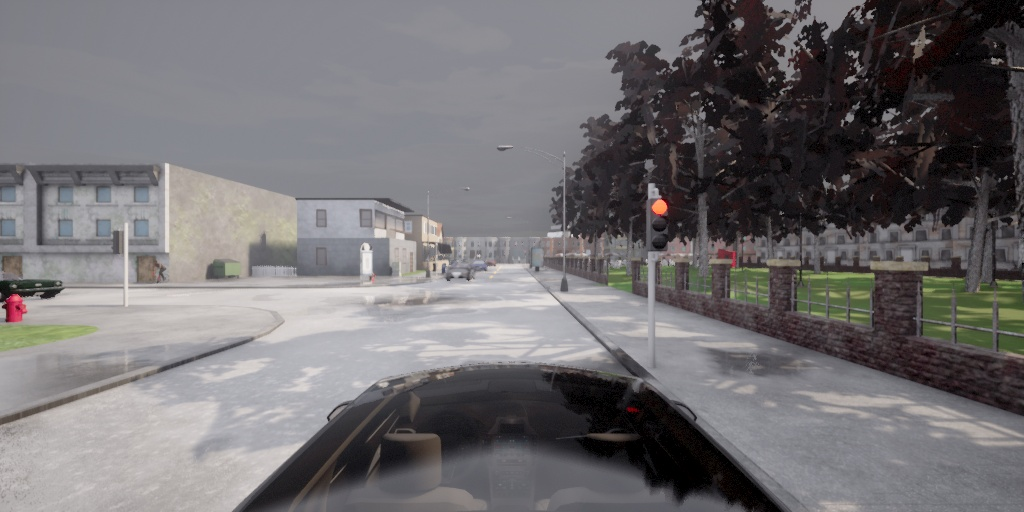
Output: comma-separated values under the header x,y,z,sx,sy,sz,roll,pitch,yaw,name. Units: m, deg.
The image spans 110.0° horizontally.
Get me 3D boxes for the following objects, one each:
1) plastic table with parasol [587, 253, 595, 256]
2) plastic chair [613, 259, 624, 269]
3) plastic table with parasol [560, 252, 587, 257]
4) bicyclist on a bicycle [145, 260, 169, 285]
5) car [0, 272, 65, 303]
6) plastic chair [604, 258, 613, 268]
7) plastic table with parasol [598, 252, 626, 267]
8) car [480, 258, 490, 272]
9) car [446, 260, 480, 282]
x,y,z,sx,sy,sz,roll,pitch,yaw,name
14.644,0.661,63.252,2.482,2.480,2.482,0,0,-42,plastic table with parasol
16.003,1.287,54.041,0.750,1.272,0.730,0,0,-40,plastic chair
9.949,0.674,57.775,2.482,2.480,2.482,0,0,-40,plastic table with parasol
-23.871,1.094,24.156,0.582,1.620,1.656,0,0,0,bicyclist on a bicycle
-22.992,1.348,15.758,4.718,1.301,1.895,0,0,0,car
14.296,1.296,54.136,0.730,1.272,0.750,0,0,-35,plastic chair
15.269,0.684,55.039,2.482,2.480,2.482,0,0,-40,plastic table with parasol
-4.102,1.268,45.208,1.812,1.442,4.674,0,0,-1,car
-4.119,1.237,29.102,2.128,1.511,4.902,0,0,0,car
